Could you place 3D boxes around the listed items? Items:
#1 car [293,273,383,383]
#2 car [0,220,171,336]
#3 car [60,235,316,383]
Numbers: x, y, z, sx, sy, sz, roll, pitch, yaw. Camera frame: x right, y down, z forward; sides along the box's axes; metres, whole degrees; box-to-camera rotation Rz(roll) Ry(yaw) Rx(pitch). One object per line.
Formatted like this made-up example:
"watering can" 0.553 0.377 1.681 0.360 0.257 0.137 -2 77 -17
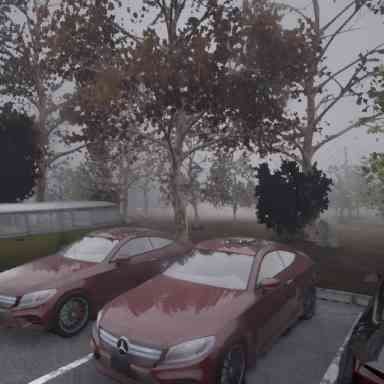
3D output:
"car" 3.000 1.509 3.655 2.163 1.488 4.792 0 0 36
"car" -1.652 1.520 6.943 2.002 1.452 4.674 0 0 36
"car" 0.615 1.524 5.325 2.002 1.452 4.674 0 0 36
